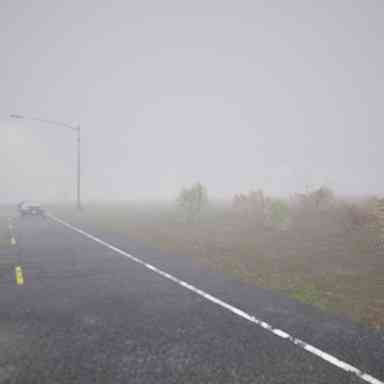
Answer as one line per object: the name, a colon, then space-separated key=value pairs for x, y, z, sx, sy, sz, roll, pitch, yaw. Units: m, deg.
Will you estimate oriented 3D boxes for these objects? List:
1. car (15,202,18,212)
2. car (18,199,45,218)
car: x=-20.166 y=1.567 z=40.268 sx=1.837 sy=1.490 sz=4.892 roll=0 pitch=0 yaw=-29
car: x=-14.630 y=1.574 z=30.466 sx=1.812 sy=1.442 sz=4.674 roll=0 pitch=0 yaw=-29
